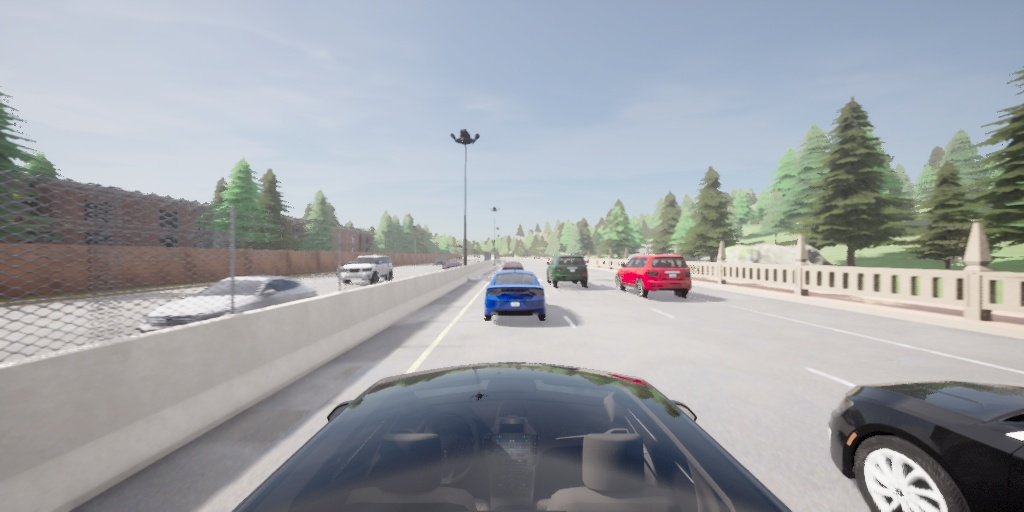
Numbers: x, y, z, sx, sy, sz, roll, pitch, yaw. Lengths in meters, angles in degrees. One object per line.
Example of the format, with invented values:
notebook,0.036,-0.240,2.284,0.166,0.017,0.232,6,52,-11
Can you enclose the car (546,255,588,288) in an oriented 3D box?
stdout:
car,3.584,0.958,23.946,2.150,2.045,5.566,0,0,0

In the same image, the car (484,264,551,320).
car,0.092,1.221,12.661,1.882,1.535,5.008,0,0,0

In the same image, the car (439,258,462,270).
car,-7.115,1.287,43.110,1.994,1.385,4.181,0,0,0

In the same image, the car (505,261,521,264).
car,0.075,1.209,31.031,1.882,1.535,5.008,0,0,0

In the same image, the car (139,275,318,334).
car,-7.105,1.269,9.711,1.812,1.442,4.674,0,0,0

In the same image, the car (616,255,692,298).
car,7.088,0.962,18.501,2.150,2.045,5.566,0,0,0

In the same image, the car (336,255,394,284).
car,-10.617,0.956,26.844,2.150,2.045,5.566,0,0,0

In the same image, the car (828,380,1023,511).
car,3.601,1.256,1.012,1.837,1.490,4.892,0,0,0
